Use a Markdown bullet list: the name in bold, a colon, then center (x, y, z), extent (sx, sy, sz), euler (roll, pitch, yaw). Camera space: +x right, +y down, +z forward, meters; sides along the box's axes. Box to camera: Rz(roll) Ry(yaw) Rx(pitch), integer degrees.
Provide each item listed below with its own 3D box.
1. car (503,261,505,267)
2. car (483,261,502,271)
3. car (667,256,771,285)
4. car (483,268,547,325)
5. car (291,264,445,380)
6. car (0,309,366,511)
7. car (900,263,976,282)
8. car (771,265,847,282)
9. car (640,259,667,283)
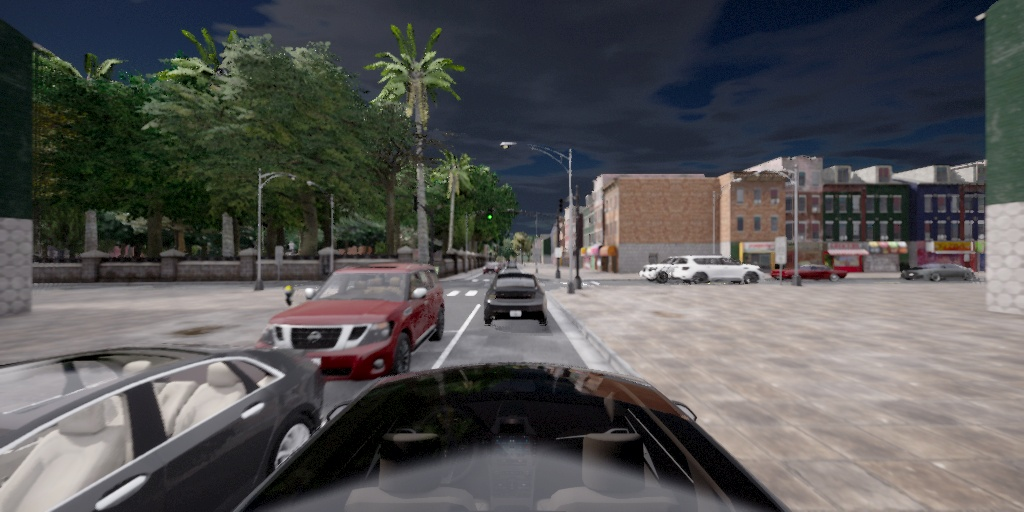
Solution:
- **car**: center (-2.648, 1.758, 62.423), extent (1.802, 1.307, 4.207), euler (0, 0, 0)
- **car**: center (-2.646, 1.465, 45.359), extent (1.967, 1.591, 4.097), euler (0, 0, 0)
- **car**: center (14.193, 0.984, 24.879), extent (5.566, 2.045, 2.150), euler (0, 0, 3)
- **car**: center (0.097, 1.303, 11.990), extent (1.837, 1.490, 4.892), euler (0, 0, 0)
- **car**: center (-2.639, 1.090, 7.213), extent (2.192, 1.841, 5.009), euler (0, 0, 0)
- **car**: center (-2.638, 1.301, 1.750), extent (2.007, 1.370, 4.403), euler (0, 0, 0)
- **car**: center (32.718, 1.235, 27.609), extent (4.181, 1.385, 1.994), euler (0, 0, 0)
- **car**: center (22.674, 1.320, 27.603), extent (4.718, 1.301, 1.895), euler (0, 0, 0)
- **car**: center (12.852, 1.002, 27.590), extent (5.566, 2.045, 2.150), euler (0, 0, 0)
